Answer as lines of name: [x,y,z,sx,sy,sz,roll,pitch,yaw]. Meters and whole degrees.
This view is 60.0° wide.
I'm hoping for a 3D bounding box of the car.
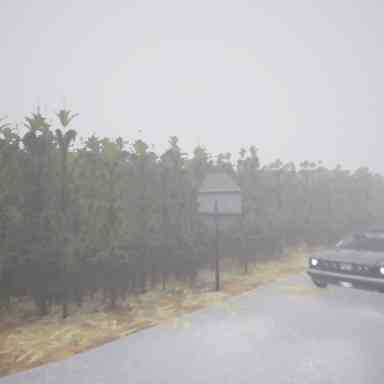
car: [4.857,1.699,8.785,1.895,1.301,4.718,-2,-2,44]
